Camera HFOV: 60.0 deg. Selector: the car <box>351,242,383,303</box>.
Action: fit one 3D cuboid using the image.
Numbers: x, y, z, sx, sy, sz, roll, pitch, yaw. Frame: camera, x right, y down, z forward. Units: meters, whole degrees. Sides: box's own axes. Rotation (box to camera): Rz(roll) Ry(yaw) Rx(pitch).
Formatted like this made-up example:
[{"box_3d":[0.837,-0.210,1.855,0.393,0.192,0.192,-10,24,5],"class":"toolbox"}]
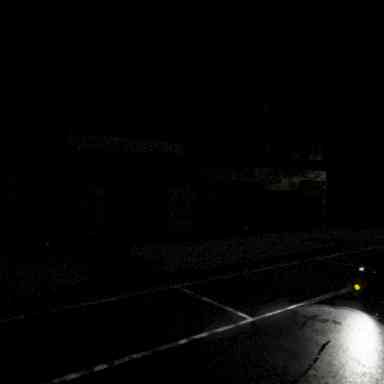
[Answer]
[{"box_3d":[5.293,1.563,7.155,4.181,1.385,1.994,0,0,-36],"class":"car"}]
